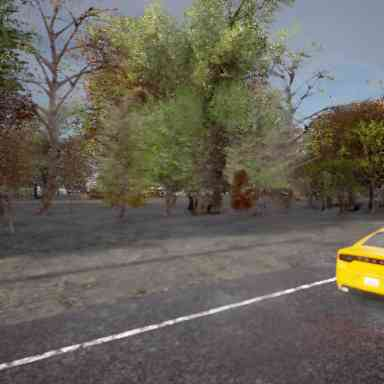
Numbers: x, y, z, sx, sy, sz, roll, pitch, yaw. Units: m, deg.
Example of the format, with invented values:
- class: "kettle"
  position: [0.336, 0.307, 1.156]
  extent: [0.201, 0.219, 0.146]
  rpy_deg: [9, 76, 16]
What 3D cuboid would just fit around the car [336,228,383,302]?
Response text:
- class: "car"
  position: [5.304, 1.499, 7.526]
  extent: [5.008, 1.535, 1.882]
  rpy_deg: [0, 0, -35]
